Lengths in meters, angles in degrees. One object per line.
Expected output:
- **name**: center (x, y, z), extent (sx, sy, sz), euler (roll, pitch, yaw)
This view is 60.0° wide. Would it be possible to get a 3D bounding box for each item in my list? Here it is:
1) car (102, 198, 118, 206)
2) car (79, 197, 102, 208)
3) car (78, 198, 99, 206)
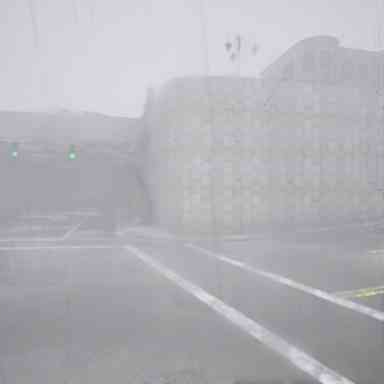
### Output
- **car**: center (-15.832, 1.797, 63.258), extent (1.812, 1.442, 4.674), euler (1, 0, 13)
- **car**: center (-16.357, 1.540, 53.317), extent (2.097, 1.767, 4.553), euler (1, 0, -6)
- **car**: center (-19.484, 1.789, 62.731), extent (1.994, 1.385, 4.181), euler (1, 0, 13)
